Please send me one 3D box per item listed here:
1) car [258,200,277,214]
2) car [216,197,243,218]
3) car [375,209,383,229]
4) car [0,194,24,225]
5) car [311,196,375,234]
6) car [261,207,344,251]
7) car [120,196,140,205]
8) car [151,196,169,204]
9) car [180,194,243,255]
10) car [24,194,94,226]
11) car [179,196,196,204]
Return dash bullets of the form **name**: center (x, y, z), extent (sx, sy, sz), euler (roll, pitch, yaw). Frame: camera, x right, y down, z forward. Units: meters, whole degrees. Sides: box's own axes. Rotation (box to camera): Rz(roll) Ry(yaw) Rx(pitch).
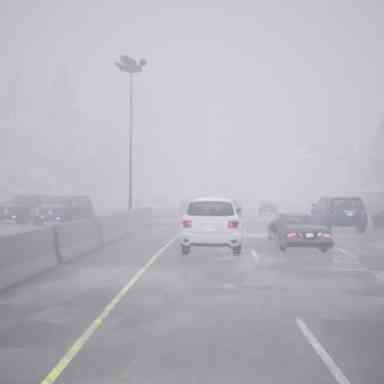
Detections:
- **car**: center (8.031, 1.587, 35.171), extent (1.812, 1.442, 4.674), euler (0, 0, 14)
- **car**: center (3.647, 1.393, 31.594), extent (2.097, 1.767, 4.553), euler (0, 0, 12)
- **car**: center (12.079, 1.541, 19.274), extent (1.882, 1.535, 5.008), euler (0, 0, 8)
- **car**: center (-12.150, 1.198, 24.363), extent (2.150, 2.045, 5.566), euler (0, 0, 9)
- **car**: center (8.637, 1.272, 20.048), extent (2.150, 2.045, 5.566), euler (0, 0, 8)
- **car**: center (4.384, 1.577, 14.189), extent (2.033, 1.411, 5.357), euler (0, 0, 6)
- **car**: center (-10.920, 1.501, 58.444), extent (2.128, 1.511, 4.902), euler (0, 0, 18)
- **car**: center (-6.009, 1.509, 62.365), extent (1.882, 1.535, 5.008), euler (0, 0, 18)
- **car**: center (0.847, 1.237, 13.617), extent (2.150, 2.045, 5.566), euler (0, 0, 6)
- **car**: center (-8.795, 1.210, 23.177), extent (2.150, 2.045, 5.566), euler (0, 0, 8)
- **car**: center (-0.850, 1.537, 67.119), extent (1.837, 1.490, 4.892), euler (0, 0, 17)
